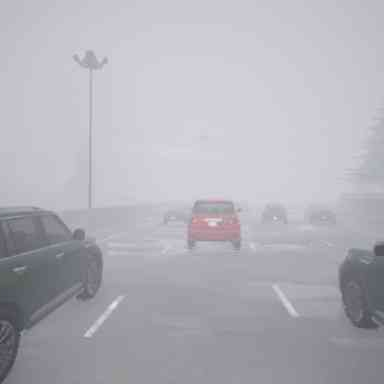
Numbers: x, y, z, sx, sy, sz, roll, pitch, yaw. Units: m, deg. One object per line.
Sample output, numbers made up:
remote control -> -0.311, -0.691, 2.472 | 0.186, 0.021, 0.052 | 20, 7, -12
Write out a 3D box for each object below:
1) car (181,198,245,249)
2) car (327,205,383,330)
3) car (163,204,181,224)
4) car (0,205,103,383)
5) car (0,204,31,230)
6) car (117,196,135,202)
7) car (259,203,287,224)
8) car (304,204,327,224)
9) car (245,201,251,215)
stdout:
car -> 1.076, 1.295, 15.055 | 2.150, 2.045, 5.566 | 0, 0, 6
car -> 3.729, 1.253, 3.837 | 2.150, 2.045, 5.566 | 0, 0, 2
car -> -0.882, 1.639, 25.248 | 1.812, 1.442, 4.674 | 0, 0, 10
car -> -3.204, 1.235, 5.373 | 2.150, 2.045, 5.566 | 0, 0, 2
car -> -12.429, 1.577, 20.935 | 1.812, 1.442, 4.674 | 0, 0, 9
car -> -12.368, 1.328, 60.838 | 1.882, 1.535, 5.008 | 0, 0, 22
car -> 6.463, 1.651, 26.343 | 1.837, 1.490, 4.892 | 0, 0, 11
car -> 9.960, 1.683, 26.051 | 1.812, 1.442, 4.674 | 0, 0, 11
car -> 5.462, 1.739, 37.121 | 2.033, 1.411, 5.357 | 0, 0, 16
